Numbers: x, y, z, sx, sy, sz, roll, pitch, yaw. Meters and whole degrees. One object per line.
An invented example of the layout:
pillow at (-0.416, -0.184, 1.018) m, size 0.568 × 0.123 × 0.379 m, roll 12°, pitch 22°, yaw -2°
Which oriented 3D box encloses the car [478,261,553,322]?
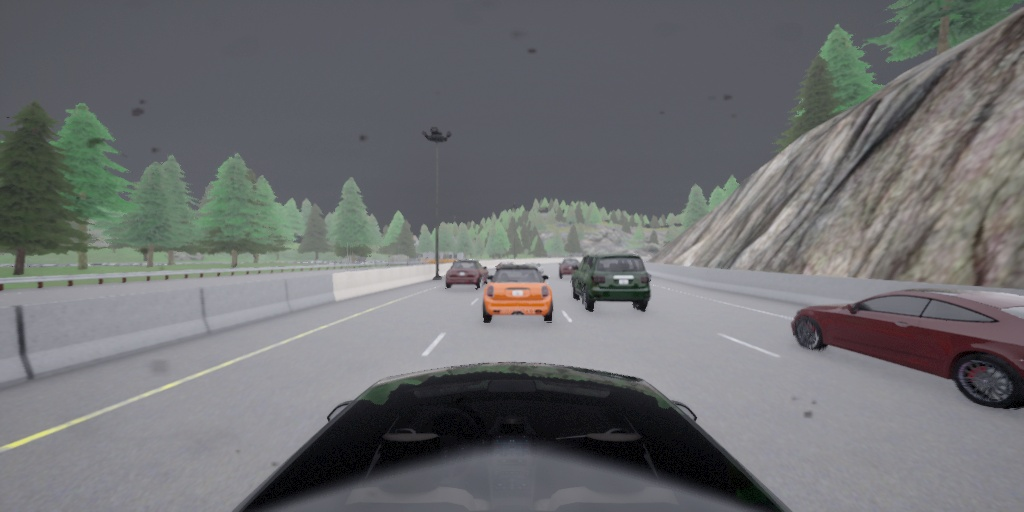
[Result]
car at (0.213, 1.076, 12.386) m, size 2.097 × 1.767 × 4.553 m, roll 0°, pitch 0°, yaw 1°

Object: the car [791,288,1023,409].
car at (7.112, 1.264, 6.001) m, size 1.812 × 1.442 × 4.674 m, roll 0°, pitch 0°, yaw 0°

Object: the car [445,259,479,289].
car at (-2.737, 1.052, 22.875) m, size 2.097 × 1.767 × 4.553 m, roll 0°, pitch 0°, yaw 4°

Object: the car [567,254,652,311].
car at (3.764, 0.940, 14.480) m, size 2.150 × 2.045 × 5.566 m, roll 0°, pitch 0°, yaw 2°

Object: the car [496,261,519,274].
car at (-0.445, 1.256, 41.247) m, size 1.895 × 1.301 × 4.718 m, roll 0°, pitch 0°, yaw 10°

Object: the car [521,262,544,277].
car at (2.081, 1.271, 34.885) m, size 1.895 × 1.301 × 4.718 m, roll 0°, pitch 0°, yaw 8°

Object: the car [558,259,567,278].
car at (5.331, 1.026, 32.643) m, size 2.097 × 1.767 × 4.553 m, roll 0°, pitch 0°, yaw 7°
